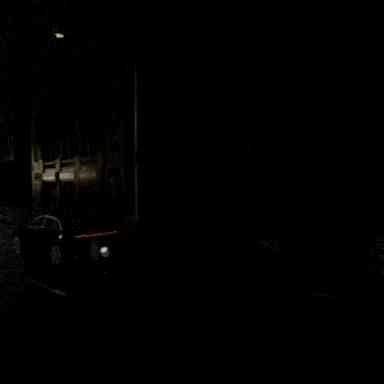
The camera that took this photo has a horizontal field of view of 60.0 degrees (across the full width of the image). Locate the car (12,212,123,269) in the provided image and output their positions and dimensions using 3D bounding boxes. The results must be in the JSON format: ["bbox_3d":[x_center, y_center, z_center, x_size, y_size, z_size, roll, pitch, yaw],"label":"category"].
[{"bbox_3d":[-4.279,1.412,11.014,4.902,1.511,2.128,0,1,42],"label":"car"}]
